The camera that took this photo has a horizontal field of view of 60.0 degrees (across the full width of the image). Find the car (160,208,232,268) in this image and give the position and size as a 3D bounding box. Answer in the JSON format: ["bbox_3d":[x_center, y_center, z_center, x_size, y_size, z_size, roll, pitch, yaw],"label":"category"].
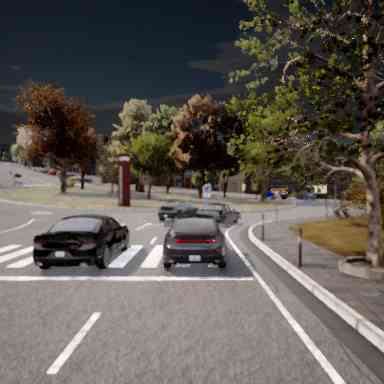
[{"bbox_3d":[0.089,1.497,11.181,1.837,1.490,4.892,0,0,0],"label":"car"}]

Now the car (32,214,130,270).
[{"bbox_3d":[-3.394,1.472,11.114,1.882,1.535,5.008,0,0,1],"label":"car"}]

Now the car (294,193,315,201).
[{"bbox_3d":[20.559,0.823,60.631,1.812,1.442,4.674,0,2,-15],"label":"car"}]

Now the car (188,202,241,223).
[{"bbox_3d":[1.864,1.501,22.702,2.033,1.411,5.357,1,0,22],"label":"car"}]

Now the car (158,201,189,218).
[{"bbox_3d":[-0.771,1.421,25.119,1.837,1.490,4.892,1,0,25],"label":"car"}]

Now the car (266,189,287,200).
[{"bbox_3d":[15.945,0.410,64.332,2.150,2.045,5.566,-1,2,-24],"label":"car"}]
